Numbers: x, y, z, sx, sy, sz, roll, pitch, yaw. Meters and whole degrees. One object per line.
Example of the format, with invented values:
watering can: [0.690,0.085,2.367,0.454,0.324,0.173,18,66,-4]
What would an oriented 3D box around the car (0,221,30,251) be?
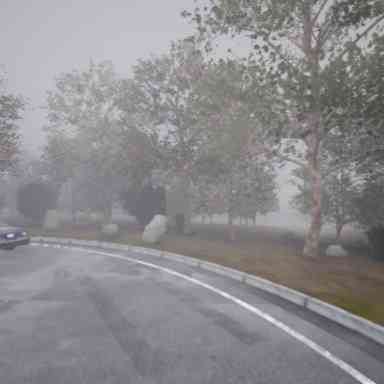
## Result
car: [-9.153,1.765,13.680,5.357,1.411,2.033,-1,0,25]
